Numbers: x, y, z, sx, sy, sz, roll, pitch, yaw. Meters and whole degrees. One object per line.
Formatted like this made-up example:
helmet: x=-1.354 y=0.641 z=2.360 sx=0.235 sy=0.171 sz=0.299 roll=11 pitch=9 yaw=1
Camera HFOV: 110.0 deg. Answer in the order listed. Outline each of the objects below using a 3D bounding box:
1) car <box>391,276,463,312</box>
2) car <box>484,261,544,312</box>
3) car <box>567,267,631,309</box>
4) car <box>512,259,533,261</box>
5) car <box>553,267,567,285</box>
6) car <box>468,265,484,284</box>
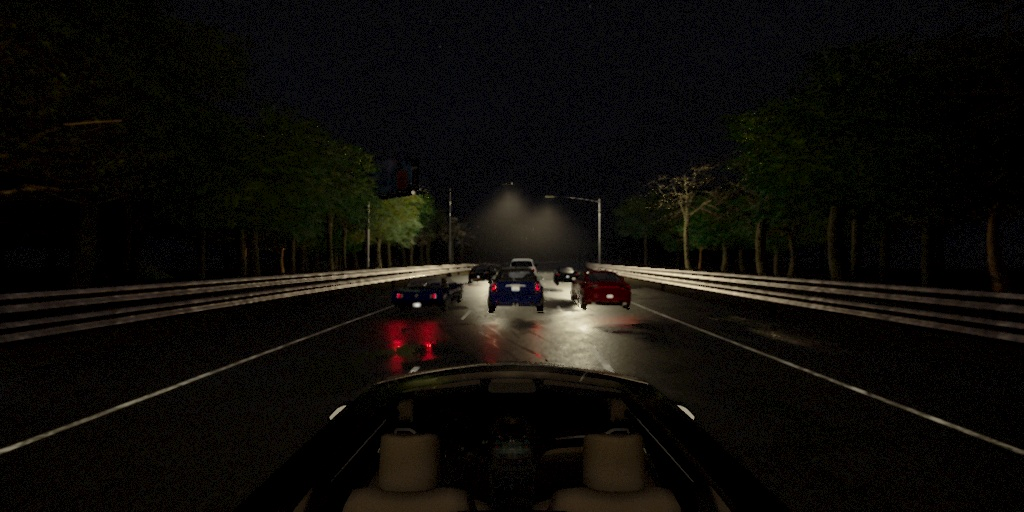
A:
car: x=-3.291 y=1.482 z=15.002 sx=1.895 sy=1.301 sz=4.718 roll=0 pitch=-1 yaw=2
car: x=0.220 y=1.232 z=15.074 sx=2.097 sy=1.767 sz=4.553 roll=0 pitch=-1 yaw=2
car: x=3.756 y=1.365 z=15.800 sx=1.882 sy=1.535 sz=5.008 roll=0 pitch=0 yaw=3
car: x=0.891 y=1.245 z=29.025 sx=2.150 sy=2.045 sz=5.566 roll=0 pitch=0 yaw=4
car: x=4.467 y=1.592 z=29.745 sx=1.994 sy=1.385 sz=4.181 roll=0 pitch=0 yaw=5
car: x=-2.461 y=1.516 z=30.892 sx=1.882 sy=1.535 sz=5.008 roll=0 pitch=0 yaw=5
